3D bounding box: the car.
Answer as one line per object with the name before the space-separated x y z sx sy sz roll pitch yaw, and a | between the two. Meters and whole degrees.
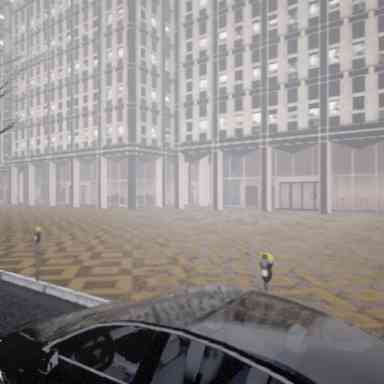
car | -0.097 1.562 2.944 4.313 1.339 1.947 0 0 36
